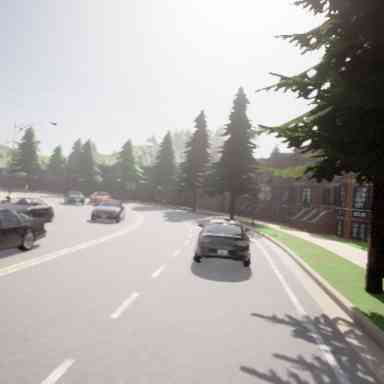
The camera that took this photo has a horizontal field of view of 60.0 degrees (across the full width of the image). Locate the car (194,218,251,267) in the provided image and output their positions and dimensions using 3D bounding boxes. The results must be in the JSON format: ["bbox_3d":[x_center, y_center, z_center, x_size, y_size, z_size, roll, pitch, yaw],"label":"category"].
[{"bbox_3d":[1.159,1.706,12.402,1.812,1.442,4.674,5,0,5],"label":"car"}]

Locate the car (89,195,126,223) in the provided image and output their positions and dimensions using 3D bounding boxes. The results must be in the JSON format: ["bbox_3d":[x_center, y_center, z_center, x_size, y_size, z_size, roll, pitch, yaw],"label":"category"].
[{"bbox_3d":[-5.671,1.249,23.133,1.812,1.442,4.674,5,0,-5],"label":"car"}]

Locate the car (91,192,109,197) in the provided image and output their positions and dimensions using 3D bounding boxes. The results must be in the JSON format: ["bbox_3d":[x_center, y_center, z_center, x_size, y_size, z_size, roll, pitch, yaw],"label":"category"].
[{"bbox_3d":[-11.457,0.773,42.234,2.097,1.767,4.553,5,0,-31],"label":"car"}]

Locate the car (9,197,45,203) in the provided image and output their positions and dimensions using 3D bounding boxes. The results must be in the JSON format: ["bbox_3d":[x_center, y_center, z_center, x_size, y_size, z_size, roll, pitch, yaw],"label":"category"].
[{"bbox_3d":[-9.105,0.981,17.980,1.994,1.385,4.181,4,0,2],"label":"car"}]

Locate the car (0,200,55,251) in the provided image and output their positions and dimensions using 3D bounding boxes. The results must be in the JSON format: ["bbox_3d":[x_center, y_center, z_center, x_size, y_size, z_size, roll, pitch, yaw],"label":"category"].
[{"bbox_3d":[-6.272,1.125,9.555,2.033,1.411,5.357,4,0,7],"label":"car"}]

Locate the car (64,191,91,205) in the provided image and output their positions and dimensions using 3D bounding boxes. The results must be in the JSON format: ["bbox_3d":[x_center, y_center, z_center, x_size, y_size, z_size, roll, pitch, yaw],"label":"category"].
[{"bbox_3d":[-13.754,0.699,39.016,2.128,1.511,4.902,5,-1,-28],"label":"car"}]
